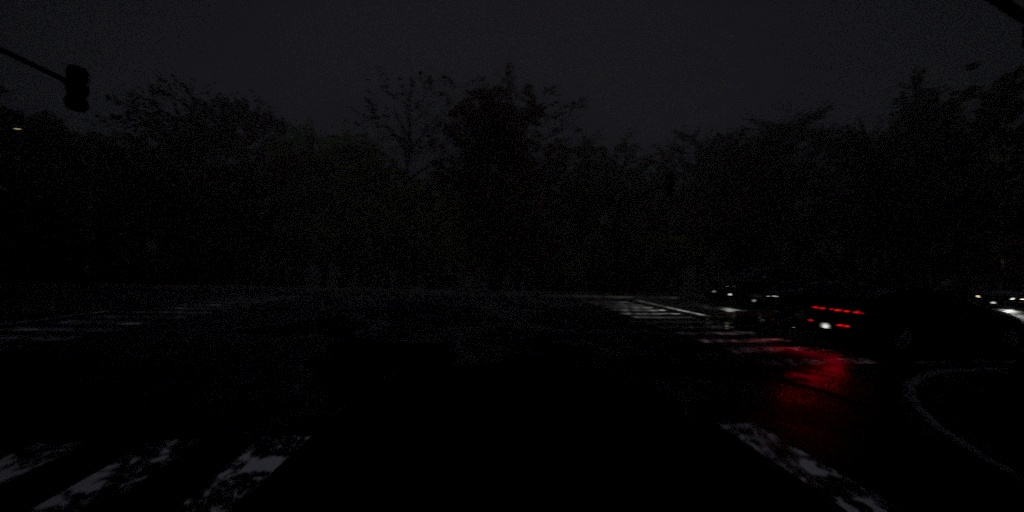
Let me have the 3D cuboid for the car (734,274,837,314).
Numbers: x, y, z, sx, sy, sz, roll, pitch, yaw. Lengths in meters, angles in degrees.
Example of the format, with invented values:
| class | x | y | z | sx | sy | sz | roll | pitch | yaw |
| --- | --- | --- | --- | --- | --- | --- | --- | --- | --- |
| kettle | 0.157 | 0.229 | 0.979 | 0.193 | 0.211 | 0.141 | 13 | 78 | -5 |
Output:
| class | x | y | z | sx | sy | sz | roll | pitch | yaw |
| --- | --- | --- | --- | --- | --- | --- | --- | --- | --- |
| car | 13.222 | 1.792 | 16.214 | 4.902 | 1.511 | 2.128 | 1 | -2 | -6 |

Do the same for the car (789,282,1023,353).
| class | x | y | z | sx | sy | sz | roll | pitch | yaw |
| --- | --- | --- | --- | --- | --- | --- | --- | --- | --- |
| car | 10.315 | 1.572 | 9.299 | 4.892 | 1.490 | 1.837 | 2 | -2 | -6 |

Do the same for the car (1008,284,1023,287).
| class | x | y | z | sx | sy | sz | roll | pitch | yaw |
| --- | --- | --- | --- | --- | --- | --- | --- | --- | --- |
| car | 30.731 | 2.398 | 21.182 | 5.357 | 1.411 | 2.033 | 1 | -2 | -6 |

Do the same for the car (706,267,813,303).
| class | x | y | z | sx | sy | sz | roll | pitch | yaw |
| --- | --- | --- | --- | --- | --- | --- | --- | --- | --- |
| car | 13.597 | 1.618 | 19.522 | 5.566 | 2.045 | 2.150 | 2 | -2 | -6 |

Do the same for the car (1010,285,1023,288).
| class | x | y | z | sx | sy | sz | roll | pitch | yaw |
| --- | --- | --- | --- | --- | --- | --- | --- | --- | --- |
| car | 28.058 | 2.294 | 17.657 | 4.718 | 1.301 | 1.895 | 2 | -2 | -6 |
